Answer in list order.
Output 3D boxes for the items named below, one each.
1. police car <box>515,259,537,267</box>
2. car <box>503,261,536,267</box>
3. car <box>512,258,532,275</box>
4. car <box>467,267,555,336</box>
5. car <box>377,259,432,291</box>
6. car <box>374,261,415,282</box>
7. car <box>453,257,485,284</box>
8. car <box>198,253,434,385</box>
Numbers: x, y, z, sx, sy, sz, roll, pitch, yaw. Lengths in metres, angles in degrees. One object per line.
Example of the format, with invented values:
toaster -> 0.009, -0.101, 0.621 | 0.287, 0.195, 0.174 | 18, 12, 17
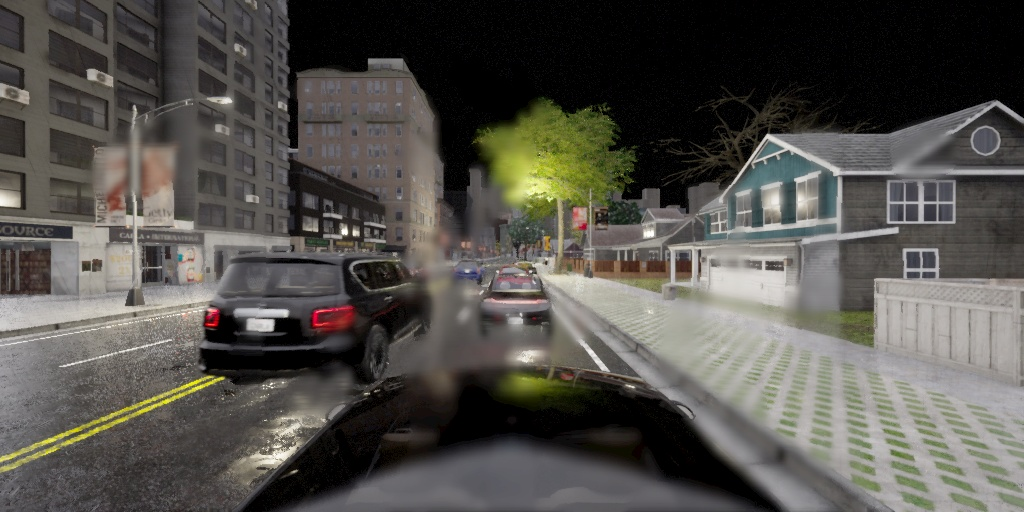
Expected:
police car -> 1.011, 1.155, 29.598 | 1.930, 1.638, 5.238 | 0, 0, 0
car -> 0.124, 1.218, 19.869 | 1.882, 1.535, 5.008 | 0, 0, 0
car -> 1.023, 1.067, 39.459 | 2.097, 1.767, 4.553 | 0, 0, 0
car -> 0.114, 1.239, 10.366 | 2.128, 1.511, 4.902 | 0, 0, 0
car -> -6.572, 1.090, 22.591 | 2.097, 1.767, 4.553 | 0, 0, 0
car -> -9.812, 1.233, 30.249 | 1.837, 1.490, 4.892 | 0, 0, 0
car -> -3.117, 1.084, 26.887 | 2.097, 1.767, 4.553 | 0, 0, -1
car -> -3.141, 0.969, 7.172 | 2.150, 2.045, 5.566 | 0, 0, 0
